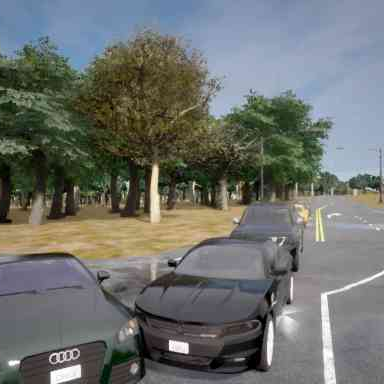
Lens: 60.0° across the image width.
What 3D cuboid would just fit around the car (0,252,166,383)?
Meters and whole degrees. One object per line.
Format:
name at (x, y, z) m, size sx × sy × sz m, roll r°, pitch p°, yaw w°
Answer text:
car at (-2.291, 1.642, 4.904) m, size 1.994 × 1.385 × 4.181 m, roll 1°, pitch -2°, yaw -33°

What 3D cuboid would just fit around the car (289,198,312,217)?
car at (11.411, 1.560, 34.847) m, size 2.097 × 1.767 × 4.553 m, roll -1°, pitch 0°, yaw 21°

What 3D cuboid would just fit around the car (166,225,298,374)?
car at (0.758, 1.612, 6.195) m, size 1.882 × 1.535 × 5.008 m, roll -1°, pitch -2°, yaw 21°

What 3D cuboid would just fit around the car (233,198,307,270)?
car at (2.894, 1.458, 12.330) m, size 2.150 × 2.045 × 5.566 m, roll -2°, pitch 0°, yaw 21°

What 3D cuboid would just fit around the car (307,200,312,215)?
car at (9.370, 1.722, 29.477) m, size 1.812 × 1.442 × 4.674 m, roll -1°, pitch 0°, yaw 21°

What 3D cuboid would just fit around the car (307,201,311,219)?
car at (7.298, 1.662, 23.978) m, size 1.882 × 1.535 × 5.008 m, roll -1°, pitch 0°, yaw 21°

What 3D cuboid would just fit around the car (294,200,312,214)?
car at (13.419, 1.745, 40.052) m, size 1.812 × 1.442 × 4.674 m, roll -1°, pitch 0°, yaw 21°
